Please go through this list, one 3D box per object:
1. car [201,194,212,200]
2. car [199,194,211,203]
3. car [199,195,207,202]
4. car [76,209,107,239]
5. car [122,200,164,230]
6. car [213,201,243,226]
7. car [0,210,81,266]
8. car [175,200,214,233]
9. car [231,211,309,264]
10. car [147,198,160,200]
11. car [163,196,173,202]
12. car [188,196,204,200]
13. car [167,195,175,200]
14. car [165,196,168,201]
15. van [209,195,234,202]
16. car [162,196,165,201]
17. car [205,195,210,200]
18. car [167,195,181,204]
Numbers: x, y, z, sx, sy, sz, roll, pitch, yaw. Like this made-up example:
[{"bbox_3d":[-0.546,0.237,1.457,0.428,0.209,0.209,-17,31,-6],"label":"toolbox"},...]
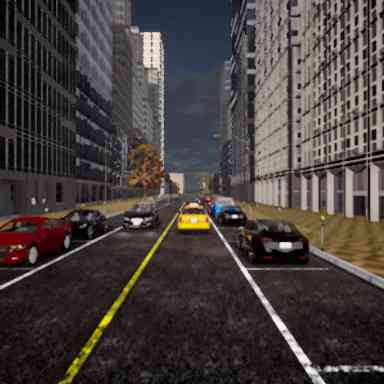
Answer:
[{"bbox_3d":[2.687,1.322,57.178,2.192,1.841,5.009,0,0,0],"label":"car"},{"bbox_3d":[2.686,1.316,68.563,2.192,1.841,5.009,0,0,0],"label":"car"},{"bbox_3d":[2.684,1.517,80.117,1.752,1.417,4.829,0,0,0],"label":"car"},{"bbox_3d":[-5.691,1.577,17.340,1.947,1.339,4.313,0,0,0],"label":"car"},{"bbox_3d":[-3.103,1.503,21.107,2.128,1.511,4.902,0,0,0],"label":"car"},{"bbox_3d":[2.690,1.578,23.025,1.947,1.339,4.313,0,0,0],"label":"car"},{"bbox_3d":[-5.690,1.553,11.648,1.887,1.381,4.507,0,0,0],"label":"car"},{"bbox_3d":[0.099,1.467,19.848,1.801,1.575,5.366,0,0,0],"label":"car"},{"bbox_3d":[2.691,1.573,11.640,1.947,1.339,4.313,0,0,0],"label":"car"},{"bbox_3d":[-5.693,1.537,45.633,1.752,1.417,4.829,0,0,0],"label":"car"},{"bbox_3d":[-5.697,1.559,79.959,1.947,1.339,4.313,0,0,0],"label":"car"},{"bbox_3d":[0.093,1.578,41.238,1.994,1.385,4.181,0,0,0],"label":"car"},{"bbox_3d":[-5.698,1.563,91.342,1.802,1.307,4.206,0,0,0],"label":"car"},{"bbox_3d":[-5.696,1.548,74.266,2.008,1.369,4.403,0,0,0],"label":"car"},{"bbox_3d":[2.689,1.354,28.719,1.690,1.788,3.998,0,0,0],"label":"van"},{"bbox_3d":[-5.694,1.561,51.497,2.008,1.369,4.403,0,0,0],"label":"car"},{"bbox_3d":[2.689,1.454,34.410,1.967,1.590,4.097,0,0,0],"label":"car"},{"bbox_3d":[-3.041,1.569,62.196,1.994,1.385,4.181,0,0,1],"label":"car"}]
